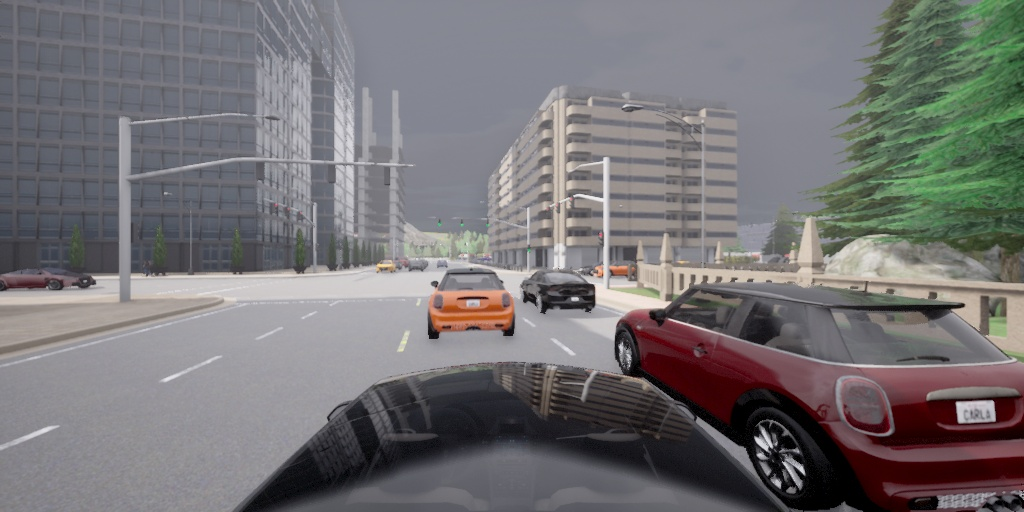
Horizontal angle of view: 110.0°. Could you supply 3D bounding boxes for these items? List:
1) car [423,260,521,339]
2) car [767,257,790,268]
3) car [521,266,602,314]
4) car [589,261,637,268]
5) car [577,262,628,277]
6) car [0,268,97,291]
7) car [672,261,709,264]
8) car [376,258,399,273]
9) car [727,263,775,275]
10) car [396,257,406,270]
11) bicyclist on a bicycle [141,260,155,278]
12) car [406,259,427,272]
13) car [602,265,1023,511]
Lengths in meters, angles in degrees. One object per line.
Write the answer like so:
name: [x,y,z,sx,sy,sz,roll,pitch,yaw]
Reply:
car: [-1.257,1.120,10.374,2.097,1.767,4.553,0,0,-10]
car: [29.312,1.096,38.725,5.566,2.045,2.150,0,0,-12]
car: [1.626,1.253,14.168,1.882,1.535,5.008,0,0,-10]
car: [10.098,1.224,34.542,4.553,1.767,2.097,0,0,-12]
car: [9.556,1.371,38.009,4.902,1.511,2.128,0,0,-12]
car: [-28.937,1.421,22.256,4.181,1.385,1.994,0,0,-12]
car: [18.874,1.399,36.445,4.674,1.442,1.812,0,0,-12]
car: [-15.800,1.324,45.178,1.882,1.535,5.008,0,0,-12]
car: [27.970,1.483,42.014,4.718,1.301,1.895,0,0,-12]
car: [-17.745,1.358,54.396,2.128,1.511,4.902,0,0,-12]
bicyclist on a bicycle: [-33.932,1.183,33.433,0.582,1.620,1.656,0,0,-12]
car: [-12.986,1.358,48.813,1.837,1.490,4.892,0,0,-12]
car: [3.016,1.107,4.603,2.097,1.767,4.553,0,0,-5]
